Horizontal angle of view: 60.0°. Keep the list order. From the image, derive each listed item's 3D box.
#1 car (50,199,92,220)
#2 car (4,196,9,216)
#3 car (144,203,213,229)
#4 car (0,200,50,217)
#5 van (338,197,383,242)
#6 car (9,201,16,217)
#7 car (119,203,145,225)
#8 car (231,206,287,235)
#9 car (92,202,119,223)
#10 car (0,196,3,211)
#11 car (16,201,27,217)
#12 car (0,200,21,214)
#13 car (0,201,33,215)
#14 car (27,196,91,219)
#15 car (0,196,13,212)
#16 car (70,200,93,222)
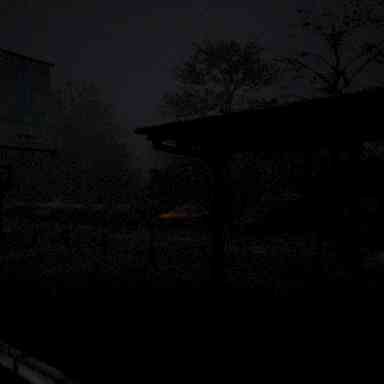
[{"bbox_3d":[-9.467,1.658,29.422,2.097,1.535,5.008,0,0,35],"label":"car"},{"bbox_3d":[-11.832,1.363,15.015,2.435,2.045,5.566,0,0,35],"label":"car"},{"bbox_3d":[-0.529,1.581,22.834,1.946,1.575,5.366,0,0,35],"label":"car"},{"bbox_3d":[-18.414,1.722,36.003,1.946,1.575,5.366,0,0,35],"label":"car"},{"bbox_3d":[8.694,1.285,16.649,1.878,1.987,4.442,0,0,35],"label":"van"},{"bbox_3d":[-16.261,1.711,34.239,2.097,1.535,5.008,0,0,35],"label":"car"},{"bbox_3d":[-2.666,1.632,24.617,2.163,1.488,4.792,0,0,35],"label":"car"},{"bbox_3d":[4.087,1.577,19.745,2.163,1.488,4.792,0,0,35],"label":"car"},{"bbox_3d":[-4.941,1.622,26.206,2.231,1.521,4.892,0,0,35],"label":"car"},{"bbox_3d":[-27.557,1.497,42.311,2.435,2.045,5.566,0,0,35],"label":"car"},{"bbox_3d":[-13.997,1.696,32.629,2.231,1.521,4.892,0,0,35],"label":"car"},{"bbox_3d":[-23.032,1.773,39.094,2.163,1.488,4.792,0,0,35],"label":"car"},{"bbox_3d":[-20.797,1.768,37.434,2.163,1.488,4.792,0,0,35],"label":"car"},{"bbox_3d":[-11.750,1.426,31.004,2.435,2.045,5.566,0,0,35],"label":"car"},{"bbox_3d":[-25.327,1.495,40.655,2.435,2.045,5.566,0,0,35],"label":"car"},{"bbox_3d":[-7.204,1.640,27.814,2.097,1.535,5.008,0,0,35],"label":"car"}]
